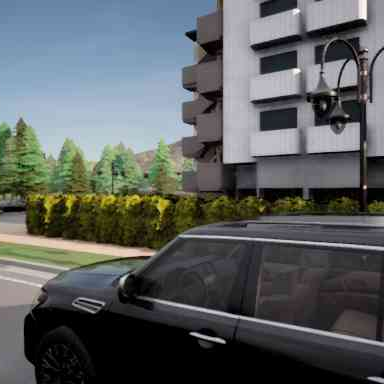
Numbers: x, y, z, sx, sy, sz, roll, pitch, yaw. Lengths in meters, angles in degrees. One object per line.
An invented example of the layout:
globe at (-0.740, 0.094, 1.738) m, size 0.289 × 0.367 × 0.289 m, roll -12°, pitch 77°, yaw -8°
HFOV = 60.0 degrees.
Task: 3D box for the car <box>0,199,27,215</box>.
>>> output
car at (-18.133, 1.479, 33.490) m, size 2.128 × 1.511 × 4.902 m, roll 0°, pitch 0°, yaw 33°

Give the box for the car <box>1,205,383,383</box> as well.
car at (0.773, 1.221, 3.121) m, size 5.566 × 2.045 × 2.150 m, roll 0°, pitch 0°, yaw 34°
